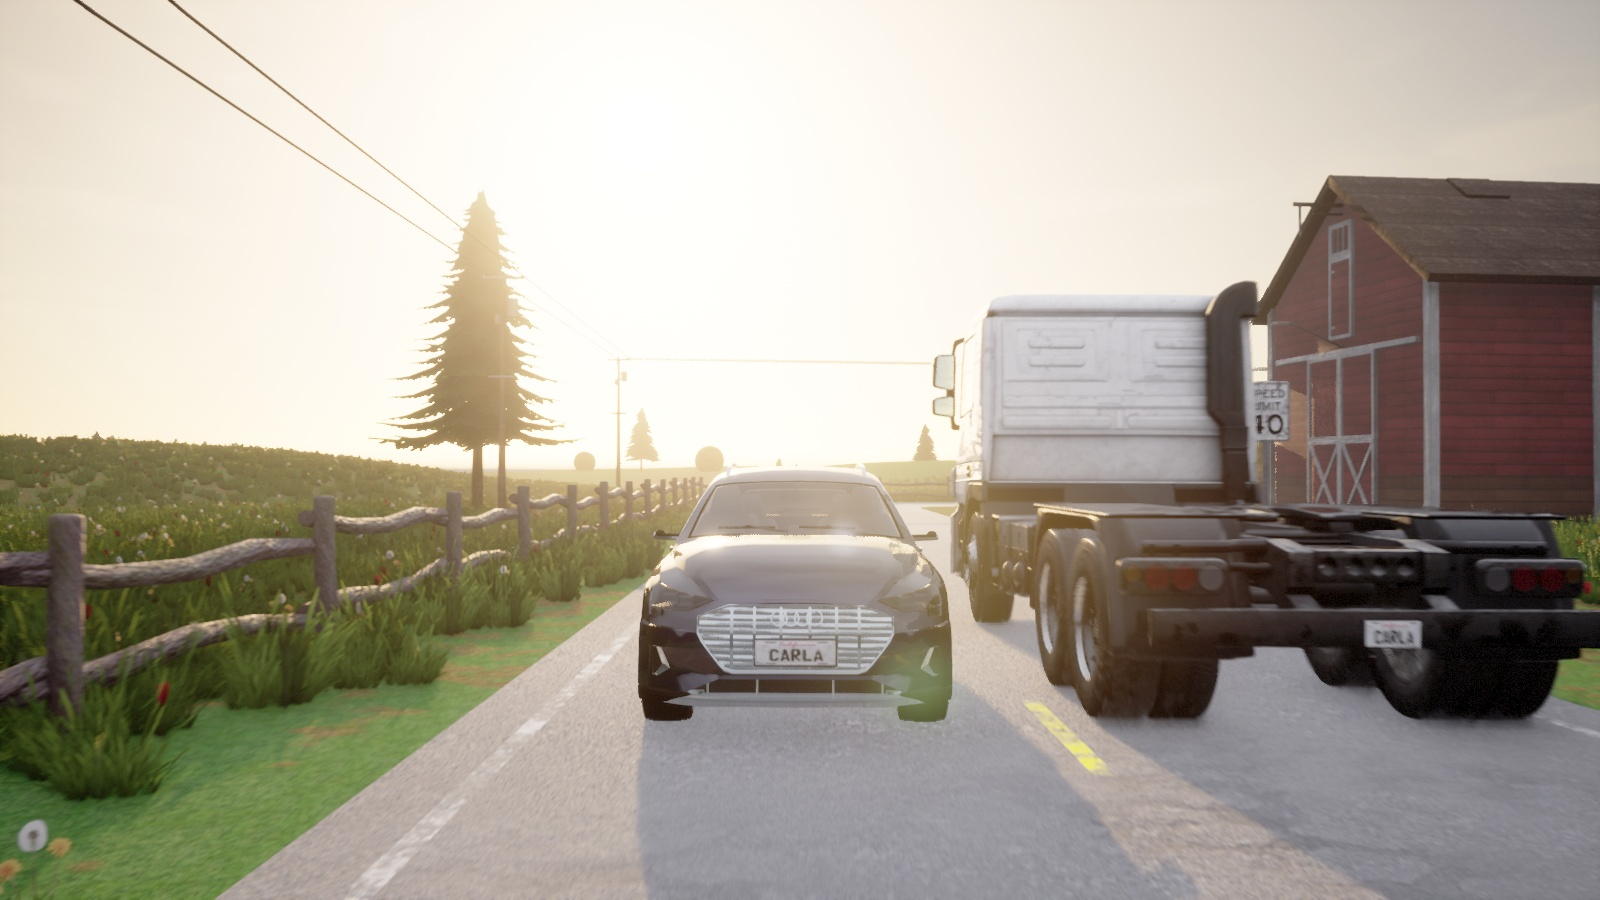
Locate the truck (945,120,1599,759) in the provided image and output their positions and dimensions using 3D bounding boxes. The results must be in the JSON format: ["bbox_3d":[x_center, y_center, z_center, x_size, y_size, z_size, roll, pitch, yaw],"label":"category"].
[{"bbox_3d":[3.170,0.000,10.780,2.891,3.462,7.936,0,-1,0],"label":"truck"}]

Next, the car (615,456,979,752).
[{"bbox_3d":[-0.024,0.903,9.465,2.033,1.649,4.856,0,-1,0],"label":"car"}]
